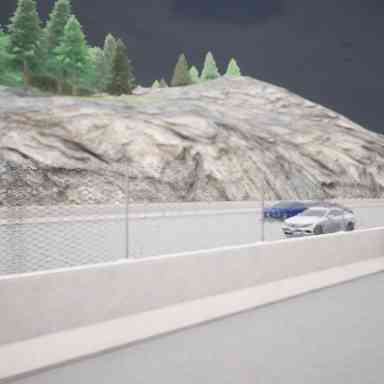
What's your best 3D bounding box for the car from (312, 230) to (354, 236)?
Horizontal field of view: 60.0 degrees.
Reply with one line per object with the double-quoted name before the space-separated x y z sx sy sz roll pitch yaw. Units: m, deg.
"car" 6.755 1.524 17.410 4.674 1.442 1.812 0 0 -35
